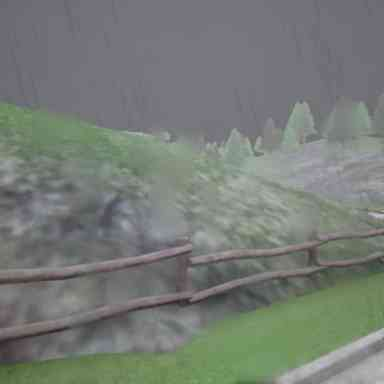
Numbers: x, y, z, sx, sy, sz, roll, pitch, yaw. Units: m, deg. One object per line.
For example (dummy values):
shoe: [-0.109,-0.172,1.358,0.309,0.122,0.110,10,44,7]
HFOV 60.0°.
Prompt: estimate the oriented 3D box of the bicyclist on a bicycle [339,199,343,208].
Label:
bicyclist on a bicycle: [22.021,1.805,49.242,0.582,1.620,1.656,0,0,34]
